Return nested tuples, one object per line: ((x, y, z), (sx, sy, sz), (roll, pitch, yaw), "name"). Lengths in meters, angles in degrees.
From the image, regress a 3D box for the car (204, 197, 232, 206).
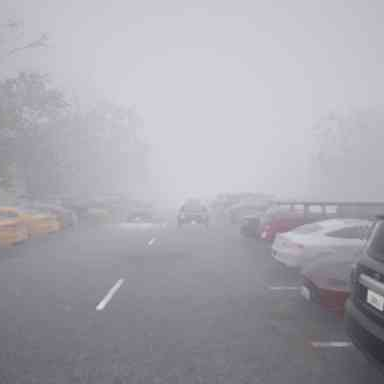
((4.540, 1.625, 58.930), (4.792, 1.488, 2.163), (0, -1, 0), "car")

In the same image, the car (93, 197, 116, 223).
((-8.367, 1.339, 23.025), (5.366, 1.575, 1.946), (0, 0, 0), "car")

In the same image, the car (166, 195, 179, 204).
((-3.537, 1.787, 65.794), (1.895, 1.301, 4.718), (0, -1, 0), "car")

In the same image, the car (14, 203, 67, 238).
((-8.542, 1.390, 14.713), (5.008, 1.535, 2.097), (0, 0, 0), "car")

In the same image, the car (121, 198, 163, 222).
((-3.609, 1.398, 24.945), (2.033, 1.411, 5.357), (0, 0, 0), "car")

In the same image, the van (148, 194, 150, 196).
((-8.680, 1.255, 47.811), (4.442, 1.987, 1.878), (0, -1, 0), "van")

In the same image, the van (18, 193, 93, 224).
((-8.667, 1.132, 20.252), (4.442, 1.987, 1.878), (0, 0, 0), "van")

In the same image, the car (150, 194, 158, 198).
((-8.561, 1.539, 53.474), (5.008, 1.535, 2.097), (0, -1, 0), "car")

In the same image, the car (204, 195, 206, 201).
((4.702, 1.478, 47.826), (5.366, 1.575, 1.946), (0, -1, 0), "car")

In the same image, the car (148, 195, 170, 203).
((-8.611, 1.715, 86.709), (5.566, 2.045, 2.435), (0, -1, 0), "car")

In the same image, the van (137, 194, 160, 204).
((-8.690, 1.456, 67.327), (4.442, 1.987, 1.878), (0, -1, 0), "van")

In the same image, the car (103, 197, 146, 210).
((-8.555, 1.425, 42.394), (5.008, 1.535, 2.097), (0, -1, 0), "car")

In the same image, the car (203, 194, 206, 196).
((4.521, 1.511, 50.602), (4.892, 1.521, 2.231), (0, -1, 0), "car")

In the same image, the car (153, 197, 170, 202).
((-8.584, 2.164, 95.011), (4.674, 1.452, 2.002), (0, -1, 0), "car")

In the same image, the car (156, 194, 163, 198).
((-8.541, 1.345, 59.018), (5.566, 2.045, 2.435), (0, -1, 0), "car")

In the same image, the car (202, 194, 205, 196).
((4.698, 1.564, 56.154), (5.366, 1.575, 1.946), (0, -1, 0), "car")

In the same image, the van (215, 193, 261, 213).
((4.640, 1.113, 33.948), (4.442, 1.987, 1.878), (0, -1, 0), "van")

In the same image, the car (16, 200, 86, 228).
((-8.543, 1.375, 17.483), (4.892, 1.521, 2.231), (0, 0, 0), "car")

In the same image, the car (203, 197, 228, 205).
((4.537, 1.682, 64.482), (4.792, 1.488, 2.163), (0, -1, 0), "car")

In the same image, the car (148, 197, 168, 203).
((-8.553, 1.943, 83.934), (4.792, 1.488, 2.163), (0, -1, 0), "car")

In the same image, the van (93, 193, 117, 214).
((-8.436, 1.100, 25.791), (4.442, 1.987, 1.878), (0, 0, 0), "van")

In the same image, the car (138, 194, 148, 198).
((-8.531, 1.144, 39.501), (5.566, 2.045, 2.435), (0, -1, 0), "car")

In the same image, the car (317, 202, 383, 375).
((4.566, 1.205, 3.427), (5.566, 2.045, 2.435), (0, 0, 0), "car")

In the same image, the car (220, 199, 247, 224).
((4.526, 1.383, 22.861), (4.674, 1.452, 2.002), (0, 0, 0), "car")

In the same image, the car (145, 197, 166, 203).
((-8.608, 1.844, 78.270), (4.792, 1.488, 2.163), (0, -1, 0), "car")

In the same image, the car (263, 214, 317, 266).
((4.533, 1.464, 8.980), (4.674, 1.452, 2.002), (0, 0, 0), "car")

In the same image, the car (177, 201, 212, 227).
((0.089, 1.471, 21.657), (1.895, 1.301, 4.718), (0, 0, 0), "car")

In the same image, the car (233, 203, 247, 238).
((4.527, 1.391, 14.533), (5.008, 1.535, 2.097), (0, 0, 0), "car")

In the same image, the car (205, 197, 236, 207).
((4.507, 1.540, 53.378), (4.892, 1.521, 2.231), (0, -1, 0), "car")

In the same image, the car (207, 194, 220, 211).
((4.496, 1.059, 31.172), (5.566, 2.045, 2.435), (0, -1, 0), "car")

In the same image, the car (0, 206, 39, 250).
((-8.541, 1.407, 11.817), (5.008, 1.535, 2.097), (0, 0, 0), "car")

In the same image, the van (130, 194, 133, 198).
((-8.673, 1.114, 34.086), (4.442, 1.987, 1.878), (0, -1, 0), "van")

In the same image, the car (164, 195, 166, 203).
((-8.580, 1.710, 70.094), (5.008, 1.535, 2.097), (0, -1, 0), "car")

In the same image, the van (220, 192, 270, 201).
((4.644, 1.101, 25.636), (4.442, 1.987, 1.878), (0, 0, 0), "van")

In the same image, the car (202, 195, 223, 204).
((4.473, 1.615, 72.809), (4.553, 1.767, 2.185), (0, -1, 0), "car")

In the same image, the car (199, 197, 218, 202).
((4.489, 2.020, 89.454), (4.892, 1.521, 2.231), (0, -1, 0), "car")

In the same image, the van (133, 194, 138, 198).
((-8.675, 1.141, 36.731), (4.442, 1.987, 1.878), (0, -1, 0), "van")

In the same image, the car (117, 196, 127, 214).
((-8.559, 1.310, 28.563), (5.008, 1.535, 2.097), (0, 0, 0), "car")

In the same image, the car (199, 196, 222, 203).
((4.316, 1.813, 78.354), (5.366, 1.575, 1.946), (0, -1, 0), "car")

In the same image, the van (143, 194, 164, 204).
((-8.468, 1.516, 72.883), (4.442, 1.987, 1.878), (0, -1, 0), "van")

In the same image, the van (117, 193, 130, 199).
((-8.439, 1.084, 31.183), (4.442, 1.987, 1.878), (0, 0, 0), "van")

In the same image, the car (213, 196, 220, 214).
((4.497, 1.341, 28.419), (4.792, 1.488, 2.163), (0, 0, 0), "car")

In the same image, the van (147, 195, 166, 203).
((-8.697, 1.635, 81.045), (4.442, 1.987, 1.878), (0, -1, 0), "van")

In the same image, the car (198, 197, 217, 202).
((4.309, 2.069, 92.230), (5.366, 1.575, 1.946), (0, -1, 0), "car")

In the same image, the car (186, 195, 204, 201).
((0.081, 1.418, 39.307), (1.837, 1.490, 4.892), (0, -1, 0), "car")

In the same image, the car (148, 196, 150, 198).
((-8.560, 1.494, 45.164), (4.674, 1.452, 2.002), (0, -1, 0), "car")

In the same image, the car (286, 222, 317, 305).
((4.507, 1.469, 6.205), (4.792, 1.488, 2.163), (0, 0, 0), "car")

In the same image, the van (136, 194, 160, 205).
((-8.455, 1.427, 64.557), (4.442, 1.987, 1.878), (0, -1, 0), "van")

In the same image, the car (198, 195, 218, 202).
((4.464, 1.873, 95.011), (5.566, 2.045, 2.435), (0, -1, 0), "car")

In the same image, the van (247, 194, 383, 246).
((4.417, 1.182, 11.755), (4.442, 1.987, 1.878), (0, 0, 0), "van")
